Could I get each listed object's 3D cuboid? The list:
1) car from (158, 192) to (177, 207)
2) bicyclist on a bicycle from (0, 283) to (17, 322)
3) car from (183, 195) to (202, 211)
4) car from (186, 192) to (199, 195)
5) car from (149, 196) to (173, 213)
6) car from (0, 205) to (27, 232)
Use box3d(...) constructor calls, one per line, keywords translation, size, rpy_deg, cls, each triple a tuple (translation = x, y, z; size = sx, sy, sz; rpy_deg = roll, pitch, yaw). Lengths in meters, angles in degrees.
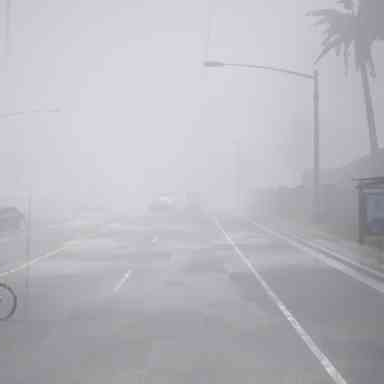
box3d(translation=(-3.405, 0.990, 45.312), size=(2.150, 2.045, 5.566), rpy_deg=(0, 0, 4), cls="car")
box3d(translation=(-3.859, 1.463, 5.726), size=(1.656, 1.620, 0.582), rpy_deg=(-2, 0, -1), cls="bicyclist on a bicycle")
box3d(translation=(0.114, 1.354, 37.247), size=(1.812, 1.442, 4.674), rpy_deg=(0, 0, 0), cls="car")
box3d(translation=(0.114, 0.967, 47.528), size=(2.150, 2.045, 5.566), rpy_deg=(0, 0, 0), cls="car")
box3d(translation=(-3.393, 1.450, 35.300), size=(1.895, 1.301, 4.718), rpy_deg=(0, 0, 0), cls="car")
box3d(translation=(-10.592, 1.496, 17.578), size=(1.837, 1.490, 4.892), rpy_deg=(0, 1, 0), cls="car")
